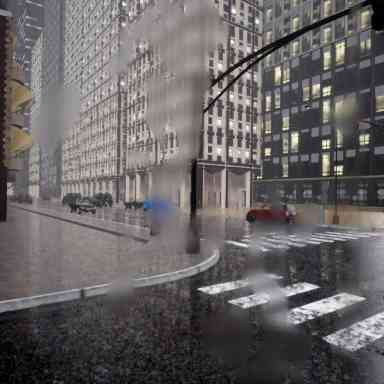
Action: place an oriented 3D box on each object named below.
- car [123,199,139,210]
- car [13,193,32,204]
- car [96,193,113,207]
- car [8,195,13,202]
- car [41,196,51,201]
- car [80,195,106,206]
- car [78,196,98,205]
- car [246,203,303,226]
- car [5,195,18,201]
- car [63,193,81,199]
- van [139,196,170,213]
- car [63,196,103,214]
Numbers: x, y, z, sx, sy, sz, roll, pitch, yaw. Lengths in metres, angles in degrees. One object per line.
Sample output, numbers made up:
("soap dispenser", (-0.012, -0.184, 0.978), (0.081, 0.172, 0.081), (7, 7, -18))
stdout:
("car", (-7.300, 1.584, 42.378), (2.008, 1.369, 4.403), (1, -1, -35))
("car", (-30.481, 1.155, 60.555), (2.192, 1.841, 5.009), (1, -1, -35))
("car", (-14.448, 1.255, 53.171), (2.150, 2.045, 5.566), (1, -1, -35))
("car", (-37.026, 1.397, 69.763), (1.947, 1.339, 4.313), (1, -1, -35))
("car", (-36.737, 1.571, 83.825), (1.802, 1.307, 4.206), (1, -1, -35))
("car", (-14.540, 1.536, 48.024), (1.994, 1.385, 4.181), (1, -1, -37))
("car", (-18.456, 1.526, 58.874), (1.837, 1.490, 4.892), (1, -1, -35))
("car", (5.785, 1.505, 23.957), (1.967, 1.590, 4.097), (1, -1, -35))
("car", (-40.296, 1.378, 74.369), (2.008, 1.369, 4.403), (1, -1, -35))
("car", (-20.002, 1.182, 55.628), (2.150, 2.045, 5.566), (1, -1, -35))
("van", (-4.026, 1.382, 37.774), (1.690, 1.788, 3.998), (1, -1, -35))
("car", (-10.861, 1.427, 32.921), (2.008, 1.369, 4.403), (1, -1, -35))
